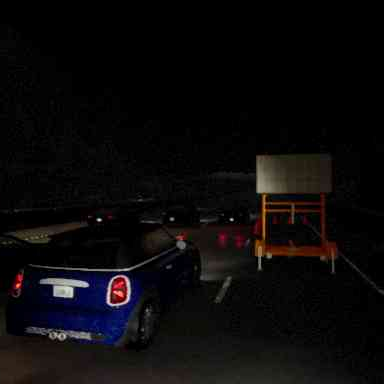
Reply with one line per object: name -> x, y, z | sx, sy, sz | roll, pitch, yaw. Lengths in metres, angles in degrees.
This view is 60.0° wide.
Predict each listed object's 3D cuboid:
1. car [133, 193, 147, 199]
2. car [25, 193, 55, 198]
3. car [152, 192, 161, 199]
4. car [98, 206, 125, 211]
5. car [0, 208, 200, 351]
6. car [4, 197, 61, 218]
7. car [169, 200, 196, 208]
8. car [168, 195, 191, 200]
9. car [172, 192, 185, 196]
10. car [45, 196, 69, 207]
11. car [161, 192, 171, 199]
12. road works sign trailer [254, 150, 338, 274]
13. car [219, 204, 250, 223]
car -> -12.349, 0.930, 79.562 | 1.837, 1.490, 4.892 | 0, 1, 14
car -> -18.522, 1.197, 39.950 | 2.150, 2.045, 5.566 | 0, 0, 14
car -> -8.356, 0.825, 81.159 | 1.837, 1.490, 4.892 | 0, 1, 14
car -> -4.877, 1.589, 21.207 | 1.994, 1.385, 4.181 | 0, 0, 14
car -> -1.242, 1.375, 6.587 | 2.097, 1.767, 4.553 | 0, 0, 14
car -> -14.026, 1.519, 28.847 | 2.128, 1.511, 4.902 | 0, 0, 14
car -> -0.713, 1.530, 23.509 | 1.812, 1.442, 4.674 | 0, 0, 14
car -> -0.910, 1.421, 37.452 | 1.837, 1.490, 4.892 | 0, 0, 14
car -> -2.642, 0.982, 75.049 | 1.812, 1.442, 4.674 | 0, 1, 14
car -> -15.615, 1.510, 37.094 | 1.812, 1.442, 4.674 | 0, 0, 14
car -> -5.154, 0.849, 79.520 | 1.837, 1.490, 4.892 | 0, 1, 14
road works sign trailer -> 3.270, 0.481, 10.788 | 2.380, 3.560, 2.880 | 0, 0, 14
car -> 3.286, 1.585, 25.126 | 1.895, 1.301, 4.718 | 0, 0, 14
